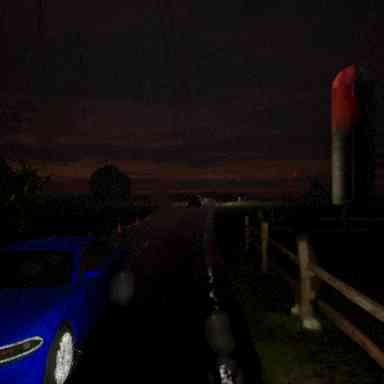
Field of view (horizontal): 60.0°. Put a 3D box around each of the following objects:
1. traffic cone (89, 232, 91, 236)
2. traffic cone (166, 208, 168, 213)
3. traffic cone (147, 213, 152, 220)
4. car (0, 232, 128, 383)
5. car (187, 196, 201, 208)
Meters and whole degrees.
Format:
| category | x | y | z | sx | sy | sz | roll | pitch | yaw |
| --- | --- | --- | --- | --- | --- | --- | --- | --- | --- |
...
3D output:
| category | x | y | z | sx | sy | sz | roll | pitch | yaw |
| --- | --- | --- | --- | --- | --- | --- | --- | --- | --- |
| traffic cone | -4.565 | 2.071 | 14.892 | 0.340 | 0.580 | 0.340 | 0 | 0 | 2 |
| traffic cone | -3.057 | 2.275 | 39.974 | 0.340 | 0.580 | 0.340 | 0 | 0 | 5 |
| traffic cone | -3.820 | 2.193 | 29.951 | 0.340 | 0.580 | 0.340 | 0 | 0 | 4 |
| car | -2.388 | 1.520 | 5.510 | 1.882 | 1.535 | 5.008 | 0 | 0 | 1 |
| car | 0.356 | 1.700 | 58.624 | 2.150 | 2.045 | 5.566 | 0 | -1 | -1 |
